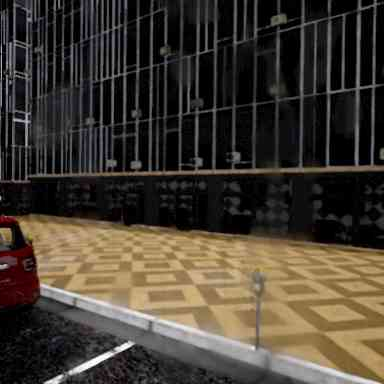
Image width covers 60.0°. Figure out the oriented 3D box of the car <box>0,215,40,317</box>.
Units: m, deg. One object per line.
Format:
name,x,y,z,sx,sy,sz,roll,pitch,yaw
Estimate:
car,-4.827,1.302,6.104,5.009,1.841,2.192,0,1,35
